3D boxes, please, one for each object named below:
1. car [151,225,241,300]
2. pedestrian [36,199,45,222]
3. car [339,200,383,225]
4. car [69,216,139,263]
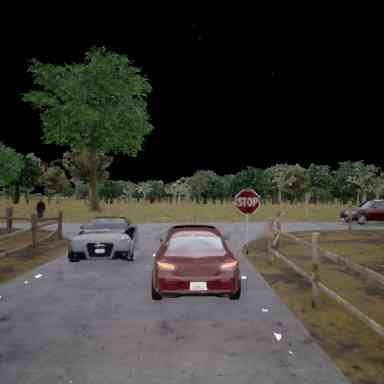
[{"bbox_3d":[0.038,1.538,8.297,1.812,1.442,4.674,0,0,-2],"label":"car"},{"bbox_3d":[-12.155,1.433,26.719,0.375,1.860,0.375,0,-1,0],"label":"pedestrian"},{"bbox_3d":[12.922,1.356,23.630,4.553,1.767,2.097,0,-1,-1],"label":"car"},{"bbox_3d":[-2.951,1.583,11.953,1.994,1.385,4.181,0,0,-6],"label":"car"}]
